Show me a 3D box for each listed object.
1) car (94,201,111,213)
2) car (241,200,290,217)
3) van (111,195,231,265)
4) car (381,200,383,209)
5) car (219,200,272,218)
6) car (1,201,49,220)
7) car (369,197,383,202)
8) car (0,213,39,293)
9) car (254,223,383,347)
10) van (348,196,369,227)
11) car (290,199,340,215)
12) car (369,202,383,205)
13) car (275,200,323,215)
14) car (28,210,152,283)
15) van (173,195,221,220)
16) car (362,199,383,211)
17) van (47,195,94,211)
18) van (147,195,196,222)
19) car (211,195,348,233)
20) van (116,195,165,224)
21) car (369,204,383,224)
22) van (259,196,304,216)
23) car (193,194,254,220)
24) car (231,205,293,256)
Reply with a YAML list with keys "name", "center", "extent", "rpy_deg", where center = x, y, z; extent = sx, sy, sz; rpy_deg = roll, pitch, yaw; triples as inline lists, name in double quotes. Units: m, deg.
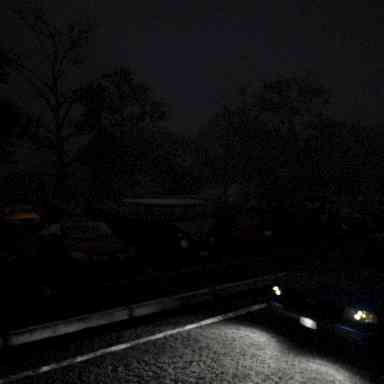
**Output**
- name: "car"
  center: [-6.220, 1.429, 23.878]
  extent: [2.097, 1.535, 5.008]
  rpy_deg: [0, 0, -35]
- name: "car"
  center: [7.304, 1.627, 33.507]
  extent: [2.002, 1.452, 4.674]
  rpy_deg: [1, 0, -35]
- name: "van"
  center: [-0.946, 1.219, 11.425]
  extent: [1.878, 1.987, 4.442]
  rpy_deg: [0, 0, -35]
- name: "car"
  center: [32.096, 1.964, 51.215]
  extent: [2.163, 1.488, 4.792]
  rpy_deg: [1, -1, -35]
- name: "car"
  center: [5.049, 1.556, 31.896]
  extent: [2.097, 1.535, 5.008]
  rpy_deg: [1, 0, -35]
- name: "car"
  center: [-10.620, 1.453, 20.509]
  extent: [1.946, 1.575, 5.366]
  rpy_deg: [0, 0, -36]
- name: "car"
  center: [12.554, 1.430, 21.152]
  extent: [2.185, 1.767, 4.553]
  rpy_deg: [1, 0, -35]
- name: "car"
  center: [-5.518, 1.501, 8.273]
  extent: [2.163, 1.488, 4.792]
  rpy_deg: [0, 0, -36]
- name: "car"
  center: [3.877, 1.545, 6.453]
  extent: [5.357, 1.411, 2.033]
  rpy_deg: [0, 0, -36]
- name: "van"
  center: [5.823, 1.237, 16.249]
  extent: [1.878, 1.987, 4.442]
  rpy_deg: [1, 0, -35]
- name: "car"
  center: [14.072, 1.679, 38.327]
  extent: [2.097, 1.535, 5.008]
  rpy_deg: [1, 0, -35]
- name: "car"
  center: [10.277, 1.525, 19.561]
  extent: [2.097, 1.535, 5.008]
  rpy_deg: [1, 0, -35]
- name: "car"
  center: [11.710, 1.687, 36.654]
  extent: [2.002, 1.452, 4.674]
  rpy_deg: [1, 0, -35]
- name: "car"
  center: [-3.275, 1.498, 9.912]
  extent: [2.002, 1.452, 4.674]
  rpy_deg: [0, 0, -35]
- name: "van"
  center: [0.367, 1.267, 28.710]
  extent: [1.878, 1.987, 4.442]
  rpy_deg: [1, 0, -35]
- name: "car"
  center: [27.601, 1.864, 47.982]
  extent: [2.097, 1.535, 5.008]
  rpy_deg: [1, 0, -35]
- name: "van"
  center: [-8.406, 1.217, 22.170]
  extent: [1.878, 1.987, 4.442]
  rpy_deg: [0, 0, -35]
- name: "van"
  center: [-1.786, 1.238, 27.174]
  extent: [1.878, 1.987, 4.442]
  rpy_deg: [1, 0, -35]
- name: "car"
  center: [3.478, 1.181, 14.756]
  extent: [2.435, 2.045, 5.566]
  rpy_deg: [1, 0, -35]
- name: "van"
  center: [-4.015, 1.205, 25.300]
  extent: [1.878, 1.987, 4.442]
  rpy_deg: [0, 0, -35]
- name: "car"
  center: [8.012, 1.534, 17.956]
  extent: [2.002, 1.452, 4.674]
  rpy_deg: [1, 0, -35]
- name: "van"
  center: [9.390, 1.390, 35.140]
  extent: [1.878, 1.987, 4.442]
  rpy_deg: [1, 0, -35]
- name: "car"
  center: [2.708, 1.272, 30.200]
  extent: [2.435, 2.045, 5.566]
  rpy_deg: [1, 0, -35]
- name: "car"
  center: [1.236, 1.460, 13.159]
  extent: [2.163, 1.488, 4.792]
  rpy_deg: [0, 0, -35]
